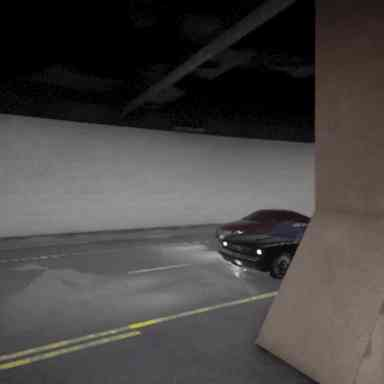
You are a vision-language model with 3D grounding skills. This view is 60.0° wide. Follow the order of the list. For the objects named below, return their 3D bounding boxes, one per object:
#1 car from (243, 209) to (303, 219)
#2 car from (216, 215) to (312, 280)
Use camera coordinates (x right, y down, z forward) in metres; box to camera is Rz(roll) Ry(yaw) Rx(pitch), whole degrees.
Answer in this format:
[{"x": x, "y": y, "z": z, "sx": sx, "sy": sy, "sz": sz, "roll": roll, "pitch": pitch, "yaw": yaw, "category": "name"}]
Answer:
[{"x": 3.197, "y": 1.433, "z": 13.737, "sx": 4.674, "sy": 1.442, "sz": 1.812, "roll": 0, "pitch": 0, "yaw": -28, "category": "car"}, {"x": 3.164, "y": 1.533, "z": 9.786, "sx": 4.718, "sy": 1.301, "sz": 1.895, "roll": 0, "pitch": 0, "yaw": -29, "category": "car"}]
